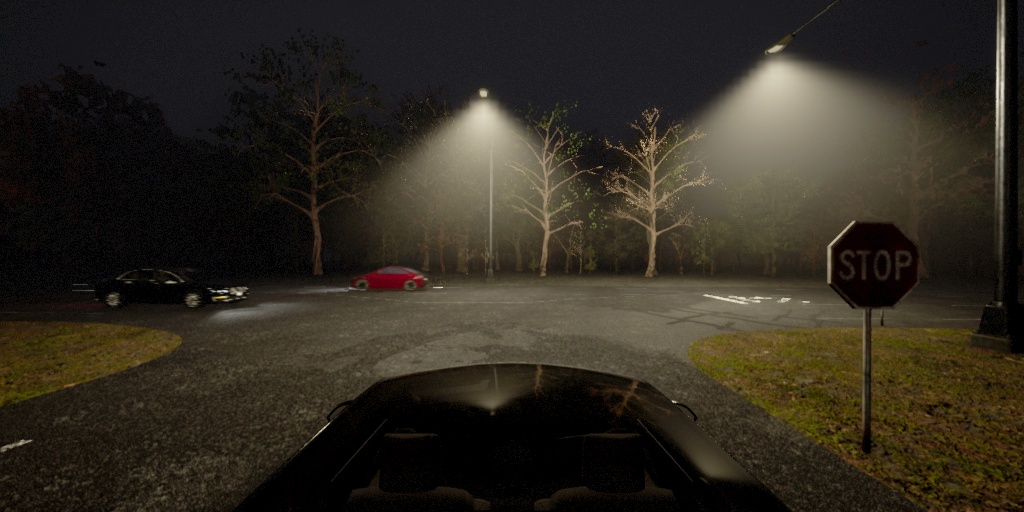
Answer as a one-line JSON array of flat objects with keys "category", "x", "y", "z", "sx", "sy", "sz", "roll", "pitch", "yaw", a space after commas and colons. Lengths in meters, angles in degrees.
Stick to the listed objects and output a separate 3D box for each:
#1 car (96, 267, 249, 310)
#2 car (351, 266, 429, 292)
[{"category": "car", "x": -12.803, "y": 1.178, "z": 13.673, "sx": 4.892, "sy": 1.490, "sz": 1.837, "roll": 0, "pitch": 0, "yaw": 1}, {"category": "car", "x": -6.947, "y": 1.281, "z": 20.598, "sx": 4.181, "sy": 1.385, "sz": 1.994, "roll": 0, "pitch": 0, "yaw": 1}]
